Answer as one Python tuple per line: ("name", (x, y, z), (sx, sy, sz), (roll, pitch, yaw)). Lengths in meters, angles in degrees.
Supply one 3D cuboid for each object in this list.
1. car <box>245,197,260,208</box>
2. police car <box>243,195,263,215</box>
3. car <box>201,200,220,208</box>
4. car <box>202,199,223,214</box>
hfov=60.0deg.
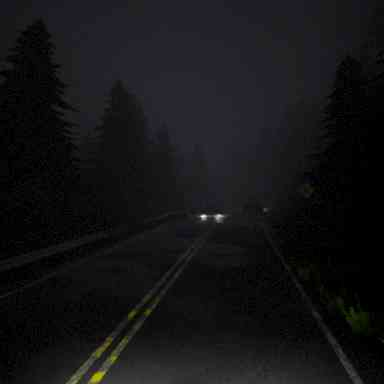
("car", (9.019, 1.555, 49.973), (1.837, 1.490, 4.892), (0, 0, 5))
("police car", (6.213, 1.437, 34.001), (1.930, 1.638, 5.238), (0, 0, 11))
("car", (3.910, 2.523, 71.018), (1.994, 1.385, 4.181), (3, -7, -30))
("car", (2.271, 1.505, 36.131), (1.882, 1.535, 5.008), (0, 0, 11))
